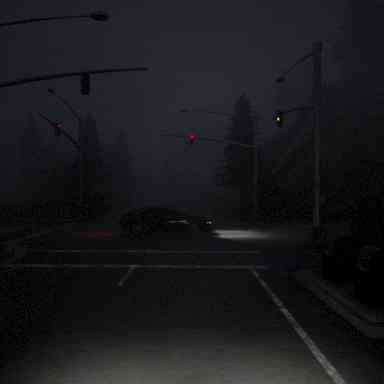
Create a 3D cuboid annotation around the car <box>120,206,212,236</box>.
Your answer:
[{"bbox_3d":[-1.353,1.505,17.782,4.892,1.490,1.837,0,0,-1],"label":"car"}]
